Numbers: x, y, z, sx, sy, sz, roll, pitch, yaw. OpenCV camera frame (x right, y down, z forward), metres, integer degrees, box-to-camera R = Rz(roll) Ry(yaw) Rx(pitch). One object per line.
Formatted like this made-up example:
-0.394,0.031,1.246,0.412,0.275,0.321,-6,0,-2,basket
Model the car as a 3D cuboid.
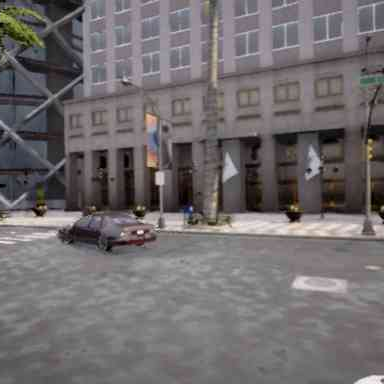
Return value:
-3.868,1.635,14.490,5.357,1.411,2.033,-1,0,42,car
